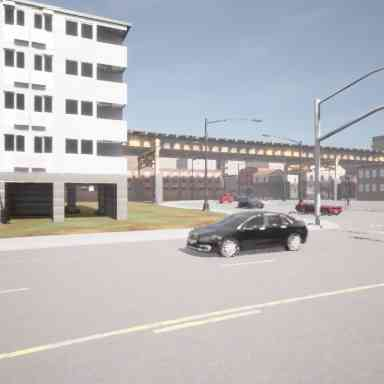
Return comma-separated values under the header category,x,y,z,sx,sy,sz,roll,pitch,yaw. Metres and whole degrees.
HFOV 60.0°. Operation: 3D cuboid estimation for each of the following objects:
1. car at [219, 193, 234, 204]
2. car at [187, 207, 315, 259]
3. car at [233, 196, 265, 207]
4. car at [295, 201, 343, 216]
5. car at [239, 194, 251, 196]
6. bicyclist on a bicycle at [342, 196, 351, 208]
category,x,y,z,sx,sy,sz,roll,pitch,yaw
car,6.648,1.221,65.723,2.150,2.045,5.566,0,0,11
car,2.180,1.505,12.635,4.892,1.490,1.837,0,0,-25
car,7.750,1.564,44.044,1.994,1.385,4.181,0,0,-24
car,12.714,1.601,33.447,1.895,1.301,4.718,0,0,-25
car,11.230,1.525,75.429,2.128,1.511,4.902,0,0,41
bicyclist on a bicycle,20.163,1.303,43.359,1.656,1.620,0.582,0,0,-25
